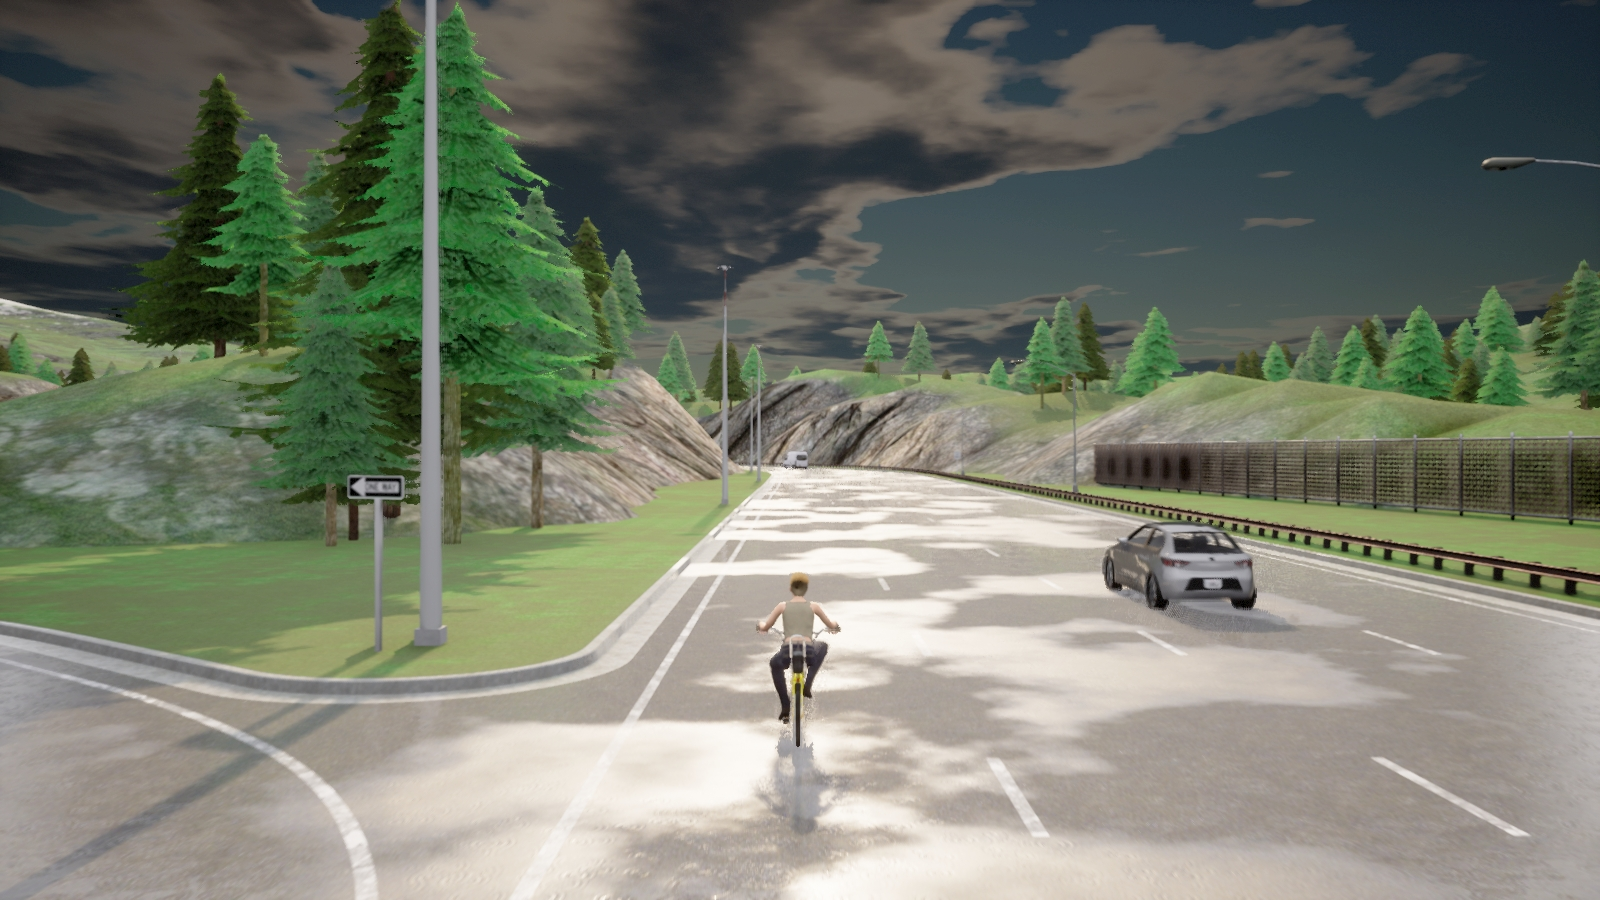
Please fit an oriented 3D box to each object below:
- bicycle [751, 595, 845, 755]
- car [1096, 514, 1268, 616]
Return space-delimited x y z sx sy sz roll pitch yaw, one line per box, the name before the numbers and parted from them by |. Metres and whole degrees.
bicycle | -0.015 2.157 11.228 0.859 1.276 1.487 0 0 0
car | 6.999 2.065 21.408 1.816 1.474 4.193 0 0 0
